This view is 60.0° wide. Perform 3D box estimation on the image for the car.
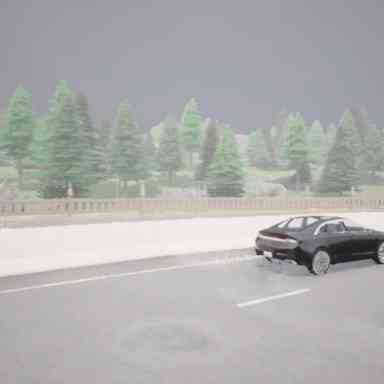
[{"bbox_3d":[4.162,1.472,10.197,4.902,1.511,2.128,0,0,-30],"label":"car"}]
